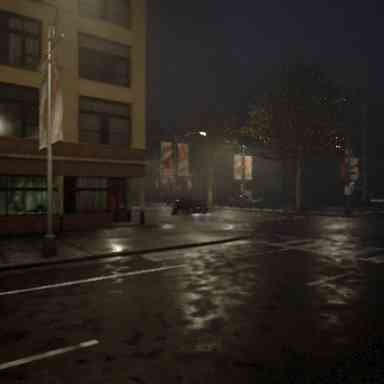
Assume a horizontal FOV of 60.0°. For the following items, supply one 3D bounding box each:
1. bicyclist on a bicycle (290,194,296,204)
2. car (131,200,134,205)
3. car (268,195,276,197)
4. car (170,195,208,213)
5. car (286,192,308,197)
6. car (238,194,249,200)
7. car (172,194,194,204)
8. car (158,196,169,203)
[{"bbox_3d":[16.122,1.204,53.119,1.656,1.620,0.582,-1,0,-36],"label":"bicyclist on a bicycle"},{"bbox_3d":[-10.678,1.452,51.185,2.128,1.511,4.902,0,0,-36],"label":"car"},{"bbox_3d":[21.079,1.316,85.673,1.895,1.301,4.718,0,0,-36],"label":"car"},{"bbox_3d":[-0.191,1.455,36.451,1.837,1.490,4.892,0,1,-36],"label":"car"},{"bbox_3d":[21.904,1.189,71.740,2.002,1.452,4.674,0,0,-36],"label":"car"},{"bbox_3d":[11.428,1.292,79.223,2.161,1.482,4.786,0,0,-36],"label":"car"},{"bbox_3d":[-1.714,1.274,64.412,2.097,1.767,4.553,0,0,-36],"label":"car"},{"bbox_3d":[-4.572,1.435,62.392,1.837,1.490,4.892,0,0,-36],"label":"car"}]
